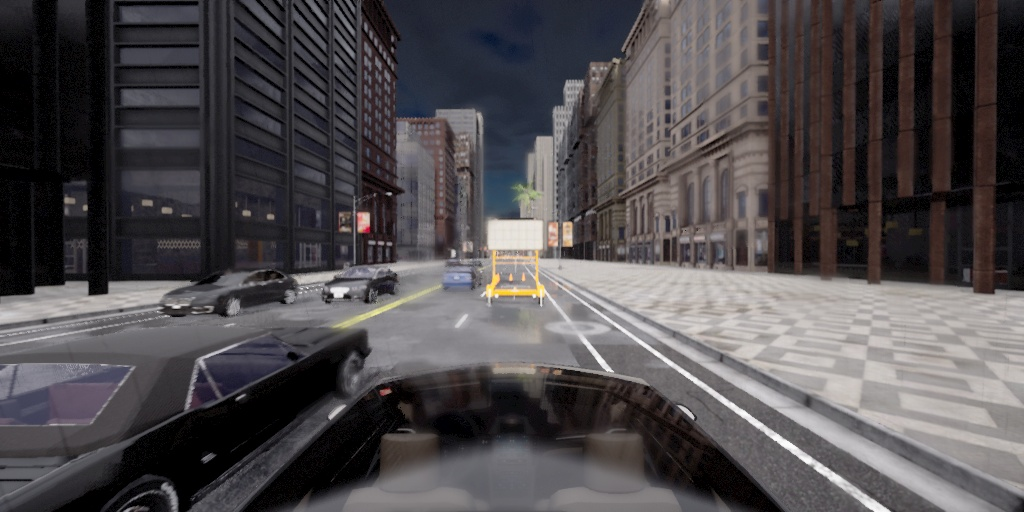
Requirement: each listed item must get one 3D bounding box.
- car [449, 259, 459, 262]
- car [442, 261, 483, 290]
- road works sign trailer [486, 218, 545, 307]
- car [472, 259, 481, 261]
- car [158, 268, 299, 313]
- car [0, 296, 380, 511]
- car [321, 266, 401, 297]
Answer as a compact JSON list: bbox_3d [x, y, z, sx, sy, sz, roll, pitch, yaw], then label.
[{"bbox_3d":[-9.212,1.152,56.138,2.033,1.411,5.357,0,0,1],"label":"car"},{"bbox_3d":[-2.927,1.237,21.844,2.033,1.411,5.357,0,0,1],"label":"car"},{"bbox_3d":[0.149,0.173,15.287,2.380,3.560,2.880,0,0,1],"label":"road works sign trailer"},{"bbox_3d":[-5.943,1.163,58.248,1.994,1.385,4.181,0,0,1],"label":"car"},{"bbox_3d":[-9.728,1.221,12.850,1.837,1.490,4.892,0,0,1],"label":"car"},{"bbox_3d":[-3.133,1.345,3.490,1.895,1.301,4.718,0,0,1],"label":"car"},{"bbox_3d":[-6.444,1.199,15.830,2.128,1.511,4.902,0,0,1],"label":"car"}]
